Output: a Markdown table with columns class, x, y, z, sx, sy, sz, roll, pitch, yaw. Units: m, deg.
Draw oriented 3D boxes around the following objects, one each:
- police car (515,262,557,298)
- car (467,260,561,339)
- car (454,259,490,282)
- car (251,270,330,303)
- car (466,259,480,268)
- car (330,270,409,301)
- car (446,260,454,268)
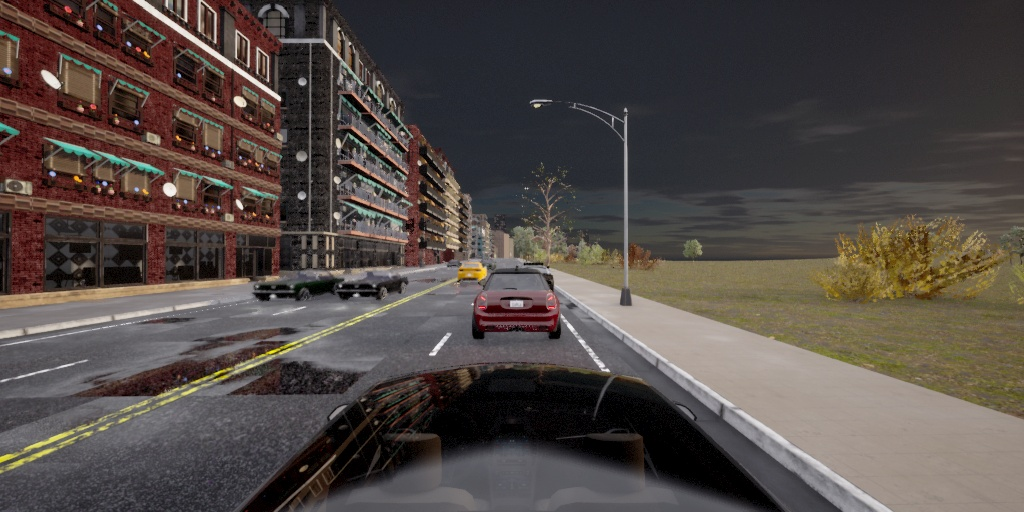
| class | x | y | z | sx | sy | sz | roll | pitch | yaw |
| --- | --- | --- | --- | --- | --- | --- | --- | --- | --- |
| police car | 1.170 | 1.178 | 19.729 | 1.930 | 1.638 | 5.238 | 0 | 0 | 0 |
| car | 0.112 | 1.104 | 10.233 | 2.097 | 1.767 | 4.553 | 0 | 0 | 0 |
| car | -3.102 | 1.231 | 28.620 | 1.882 | 1.535 | 5.008 | 0 | 0 | 0 |
| car | -9.823 | 1.354 | 16.962 | 1.895 | 1.301 | 4.718 | 0 | 0 | 0 |
| car | -6.469 | 1.279 | 60.327 | 1.812 | 1.442 | 4.674 | 0 | 0 | 0 |
| car | -6.571 | 1.354 | 17.372 | 1.895 | 1.301 | 4.718 | 0 | 0 | 0 |
| car | -9.720 | 1.318 | 60.060 | 1.994 | 1.385 | 4.181 | 0 | 0 | 0 |
